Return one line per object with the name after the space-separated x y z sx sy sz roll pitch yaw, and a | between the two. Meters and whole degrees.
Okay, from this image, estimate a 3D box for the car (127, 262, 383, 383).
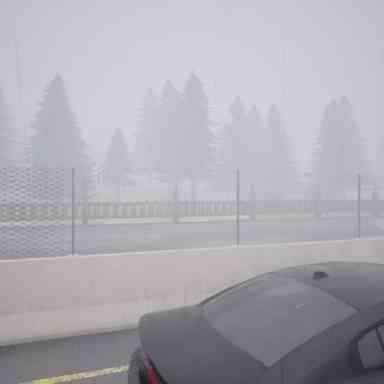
1.924 1.477 3.245 5.008 1.535 1.882 0 0 -19 | car
